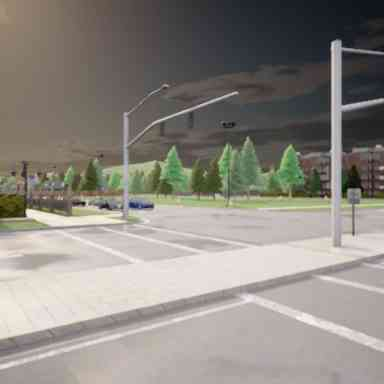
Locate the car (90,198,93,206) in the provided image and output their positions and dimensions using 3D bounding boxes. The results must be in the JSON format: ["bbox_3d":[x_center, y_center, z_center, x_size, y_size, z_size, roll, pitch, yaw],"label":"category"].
[{"bbox_3d":[-15.053,1.590,53.347,1.895,1.301,4.718,0,0,-36],"label":"car"}]

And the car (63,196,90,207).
[{"bbox_3d":[-17.798,1.592,51.170,1.895,1.301,4.718,0,0,-36],"label":"car"}]

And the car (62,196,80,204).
[{"bbox_3d":[-23.917,1.512,65.676,2.033,1.411,5.357,0,0,-36],"label":"car"}]

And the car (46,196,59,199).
[{"bbox_3d":[-26.838,1.491,63.742,1.837,1.490,4.892,0,0,-36],"label":"car"}]

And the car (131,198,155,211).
[{"bbox_3d":[-6.482,1.467,41.548,1.882,1.535,5.008,0,0,-36],"label":"car"}]

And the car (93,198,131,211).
[{"bbox_3d":[-9.660,1.483,39.966,2.128,1.511,4.902,0,0,-36],"label":"car"}]
